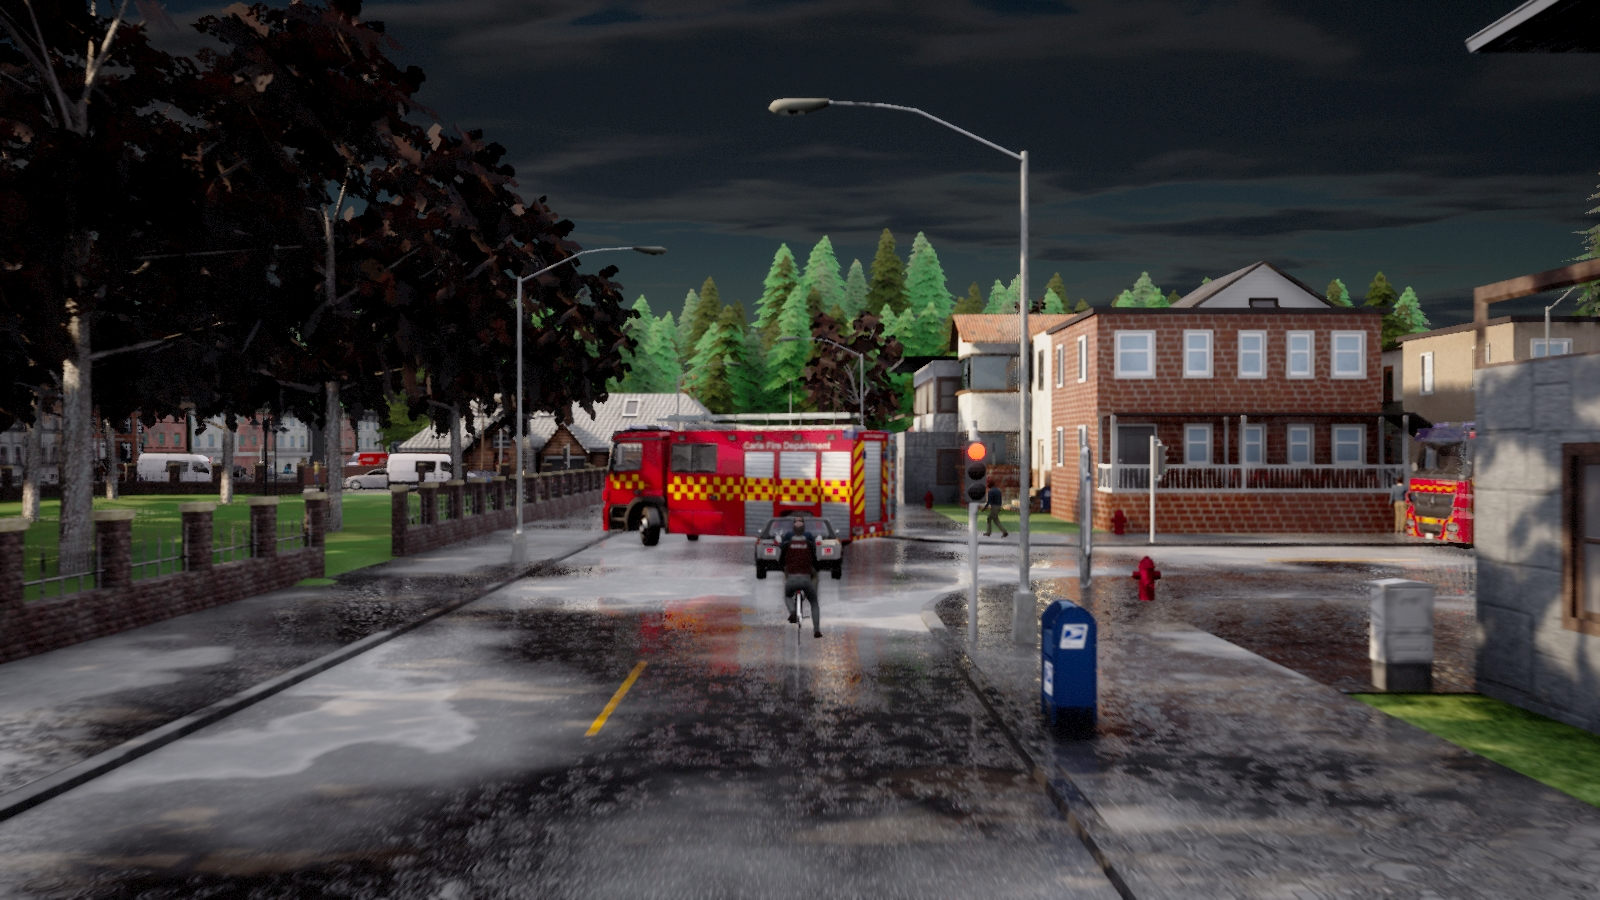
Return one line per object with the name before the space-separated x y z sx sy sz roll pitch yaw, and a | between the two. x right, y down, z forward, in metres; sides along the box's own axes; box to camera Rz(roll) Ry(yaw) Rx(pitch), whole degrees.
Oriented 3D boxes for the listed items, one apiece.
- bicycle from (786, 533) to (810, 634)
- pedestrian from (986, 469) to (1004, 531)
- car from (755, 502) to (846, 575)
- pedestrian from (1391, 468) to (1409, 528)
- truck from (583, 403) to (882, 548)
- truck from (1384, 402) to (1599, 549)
bicycle | -0.033 1.940 16.894 0.329 1.271 1.835 0 0 0
pedestrian | 5.918 1.516 34.653 0.375 1.860 0.375 0 0 41
car | 0.004 1.935 26.025 1.895 1.301 4.718 0 0 0
pedestrian | 19.080 1.521 36.324 0.375 1.860 0.375 0 0 -37
truck | -2.067 0.671 33.461 8.468 3.827 2.891 0 0 28
truck | 20.866 0.670 31.116 8.468 3.827 2.891 0 0 0
